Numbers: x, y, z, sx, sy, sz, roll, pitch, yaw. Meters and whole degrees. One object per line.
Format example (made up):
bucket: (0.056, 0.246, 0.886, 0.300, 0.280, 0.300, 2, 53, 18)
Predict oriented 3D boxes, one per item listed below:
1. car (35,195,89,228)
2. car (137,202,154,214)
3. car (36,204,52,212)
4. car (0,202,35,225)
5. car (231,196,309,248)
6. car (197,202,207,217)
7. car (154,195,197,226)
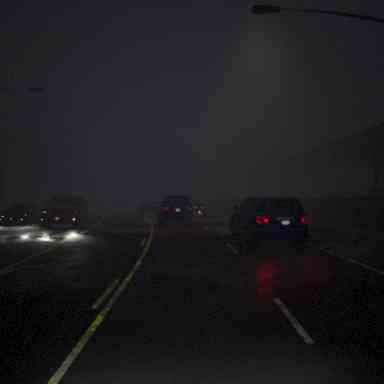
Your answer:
car: (-8.333, 1.226, 22.274, 2.150, 2.045, 5.566, 0, -1, -9)
car: (-5.647, 1.961, 41.476, 2.128, 1.511, 4.902, 0, -2, -18)
car: (-27.547, 3.014, 62.009, 1.812, 1.442, 4.674, 1, -3, -36)
car: (-12.186, 1.525, 23.961, 1.837, 1.490, 4.892, 0, -1, -11)
car: (3.223, 1.207, 14.799, 2.150, 2.045, 5.566, 0, 0, -4)
car: (0.146, 1.730, 34.082, 1.837, 1.490, 4.892, 1, -2, -14)
car: (-1.304, 1.254, 23.696, 2.150, 2.045, 5.566, 0, 0, -9)
